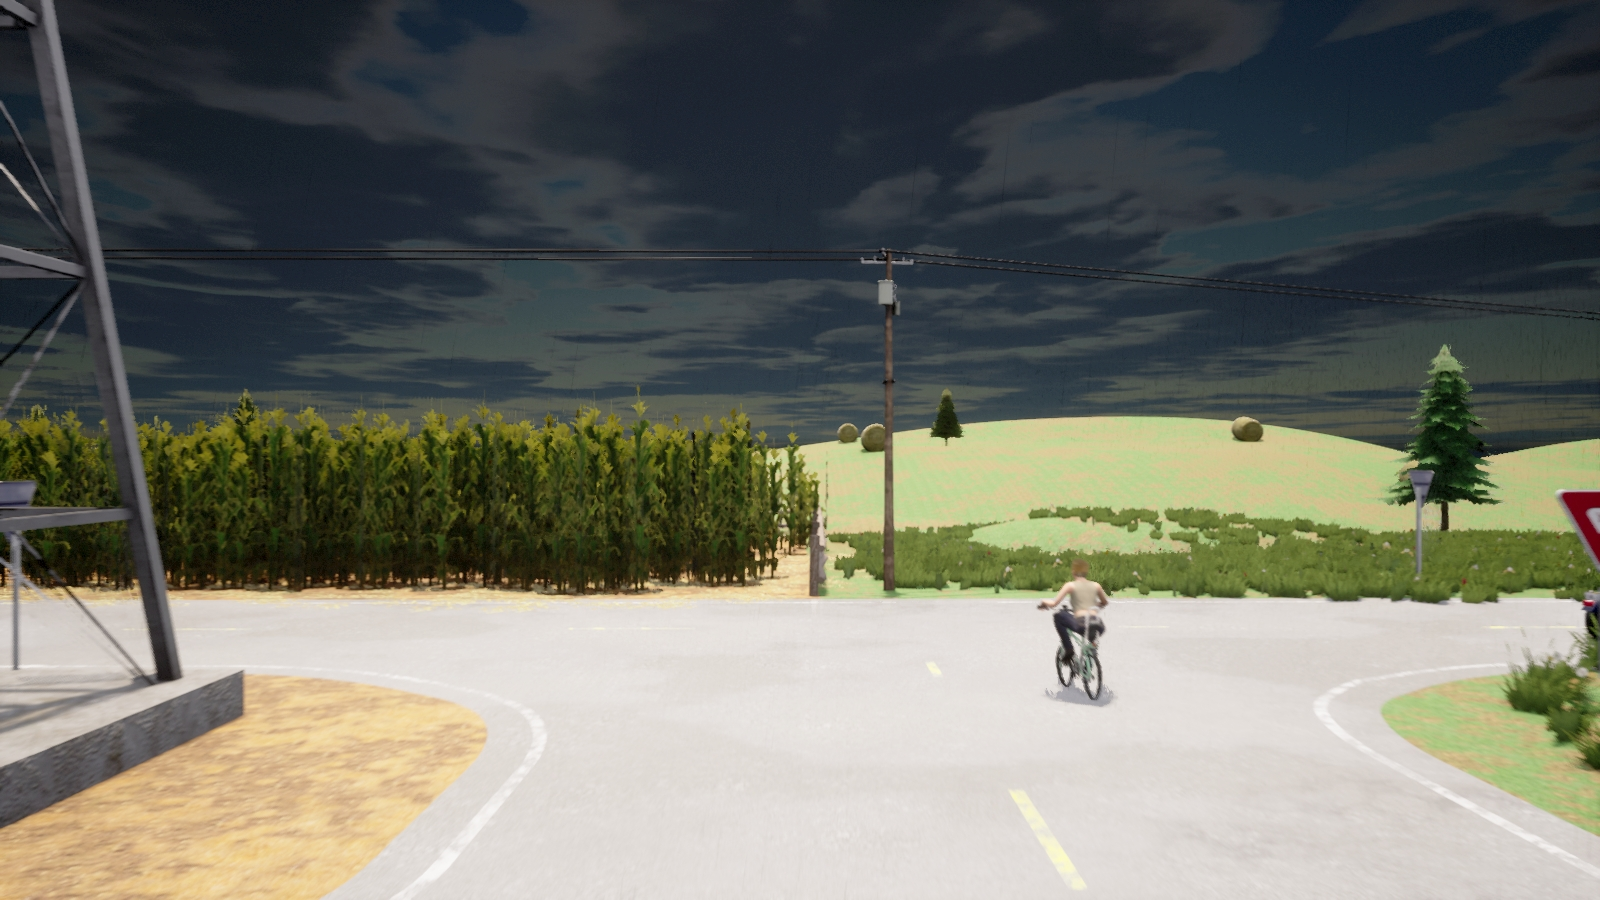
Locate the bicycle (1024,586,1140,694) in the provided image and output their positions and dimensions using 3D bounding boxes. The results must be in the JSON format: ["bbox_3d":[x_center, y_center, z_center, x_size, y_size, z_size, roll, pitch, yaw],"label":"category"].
[{"bbox_3d":[3.282,2.197,13.446,0.859,1.080,1.487,0,-3,-5],"label":"bicycle"}]
